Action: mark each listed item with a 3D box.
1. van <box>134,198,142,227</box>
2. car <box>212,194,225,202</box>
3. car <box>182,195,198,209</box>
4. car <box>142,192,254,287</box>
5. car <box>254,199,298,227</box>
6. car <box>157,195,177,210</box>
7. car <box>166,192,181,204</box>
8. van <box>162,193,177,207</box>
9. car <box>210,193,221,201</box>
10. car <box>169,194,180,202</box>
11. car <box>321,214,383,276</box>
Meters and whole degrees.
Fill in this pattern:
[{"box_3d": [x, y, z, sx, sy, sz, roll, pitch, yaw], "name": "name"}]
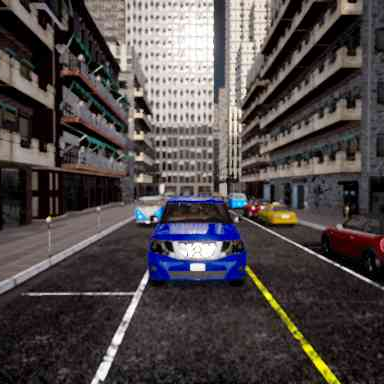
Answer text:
[{"box_3d": [-2.551, 1.174, 21.058, 1.690, 1.788, 3.998, -1, 0, -1], "name": "van"}, {"box_3d": [4.770, 1.065, 60.031, 1.887, 1.381, 4.507, -1, 0, -1], "name": "car"}, {"box_3d": [-0.268, 1.197, 41.374, 1.812, 1.442, 4.674, 0, 0, -1], "name": "car"}, {"box_3d": [0.099, 1.145, 9.490, 2.150, 2.045, 5.566, 0, 1, 0], "name": "car"}, {"box_3d": [5.328, 1.356, 21.363, 1.752, 1.417, 4.829, -1, 0, -1], "name": "car"}, {"box_3d": [-2.790, 1.141, 37.704, 1.967, 1.590, 4.097, -1, 0, -1], "name": "car"}, {"box_3d": [-3.032, 0.881, 54.348, 2.192, 1.841, 5.009, -1, 0, -1], "name": "car"}, {"box_3d": [-2.871, 0.997, 43.251, 1.690, 1.788, 3.998, -1, 0, -1], "name": "van"}, {"box_3d": [4.687, 0.999, 65.749, 1.752, 1.417, 4.829, -1, 0, -1], "name": "car"}, {"box_3d": [-3.109, 1.087, 59.898, 1.947, 1.339, 4.313, -1, 0, -1], "name": "car"}, {"box_3d": [5.490, 1.360, 10.095, 1.967, 1.590, 4.097, -1, 0, -1], "name": "car"}]
